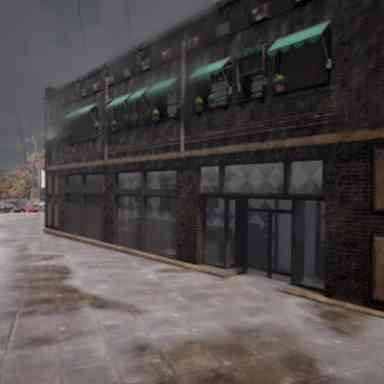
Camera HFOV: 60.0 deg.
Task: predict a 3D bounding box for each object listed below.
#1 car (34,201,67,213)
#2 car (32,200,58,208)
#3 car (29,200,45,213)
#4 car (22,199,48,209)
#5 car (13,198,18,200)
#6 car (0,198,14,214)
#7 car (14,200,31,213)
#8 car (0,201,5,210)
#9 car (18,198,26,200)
[{"bbox_3d":[-22.816,2.353,53.602,4.553,1.767,2.185,1,-1,17],"label":"car"},{"bbox_3d":[-31.213,2.613,70.609,5.008,1.535,2.097,1,-1,17],"label":"car"},{"bbox_3d":[-24.459,2.334,48.280,4.792,1.488,2.163,1,-2,17],"label":"car"},{"bbox_3d":[-32.068,2.445,67.961,4.553,1.767,2.185,1,-1,17],"label":"car"},{"bbox_3d":[-34.516,2.395,59.956,5.008,1.535,2.097,1,-1,17],"label":"car"},{"bbox_3d":[-26.041,1.971,42.944,4.553,1.767,2.185,1,-2,17],"label":"car"},{"bbox_3d":[-25.225,2.234,45.601,4.792,1.488,2.163,1,-2,17],"label":"car"},{"bbox_3d":[-35.157,2.320,57.235,5.366,1.575,1.946,1,-1,17],"label":"car"},{"bbox_3d":[-23.636,2.271,50.947,4.553,1.767,2.185,1,-1,17],"label":"car"}]
